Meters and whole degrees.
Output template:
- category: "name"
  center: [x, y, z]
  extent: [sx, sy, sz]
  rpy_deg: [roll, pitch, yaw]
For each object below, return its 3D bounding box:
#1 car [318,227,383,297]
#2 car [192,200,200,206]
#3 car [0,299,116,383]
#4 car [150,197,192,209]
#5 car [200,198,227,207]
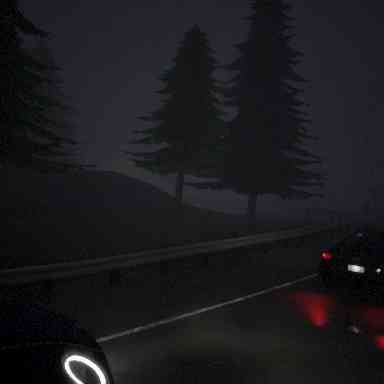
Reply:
- category: "car"
  center: [4.908, 1.563, 8.243]
  extent: [4.181, 1.385, 1.994]
  rpy_deg: [0, 0, -42]
- category: "car"
  center: [-1.904, 1.453, 46.920]
  extent: [4.902, 1.511, 2.128]
  rpy_deg: [0, 0, 35]
- category: "car"
  center: [-2.774, 1.353, 2.048]
  extent: [4.553, 1.767, 2.097]
  rpy_deg: [0, 0, -35]
- category: "car"
  center: [-2.748, 1.569, 43.243]
  extent: [4.718, 1.301, 1.895]
  rpy_deg: [0, 0, 35]
- category: "car"
  center: [3.084, 1.567, 51.979]
  extent: [4.718, 1.301, 1.895]
  rpy_deg: [0, 0, 35]
